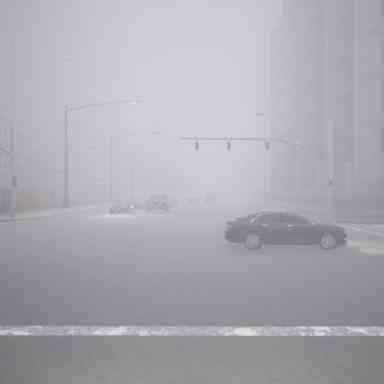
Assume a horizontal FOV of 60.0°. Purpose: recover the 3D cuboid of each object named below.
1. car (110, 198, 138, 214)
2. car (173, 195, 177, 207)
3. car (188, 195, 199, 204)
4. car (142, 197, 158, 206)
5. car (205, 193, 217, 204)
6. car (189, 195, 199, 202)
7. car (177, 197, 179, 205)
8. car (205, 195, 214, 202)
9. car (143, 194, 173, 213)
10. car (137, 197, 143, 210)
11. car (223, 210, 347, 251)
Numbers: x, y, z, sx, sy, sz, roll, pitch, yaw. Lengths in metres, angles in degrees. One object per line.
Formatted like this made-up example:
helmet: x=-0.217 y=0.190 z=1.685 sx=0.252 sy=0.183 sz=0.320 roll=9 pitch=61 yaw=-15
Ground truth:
car: x=-7.277 y=1.552 z=34.995 sx=1.994 sy=1.385 sz=4.181 roll=0 pitch=0 yaw=1
car: x=-3.595 y=1.489 z=47.494 sx=1.837 sy=1.490 sz=4.892 roll=0 pitch=0 yaw=1
car: x=0.312 y=1.543 z=62.453 sx=1.994 sy=1.385 sz=4.181 roll=0 pitch=0 yaw=1
car: x=-6.969 y=1.545 z=55.208 sx=1.994 sy=1.385 sz=4.181 roll=0 pitch=0 yaw=1
car: x=3.748 y=1.200 z=64.811 sx=2.150 sy=2.045 sz=5.566 roll=0 pitch=0 yaw=1
car: x=0.407 y=1.499 z=75.335 sx=2.128 sy=1.511 sz=4.902 roll=0 pitch=0 yaw=1
car: x=-3.430 y=1.333 z=57.649 sx=2.097 sy=1.767 sz=4.553 roll=0 pitch=0 yaw=1
car: x=3.908 y=1.390 z=75.424 sx=1.837 sy=1.490 sz=4.892 roll=0 pitch=0 yaw=1
car: x=-3.736 y=1.209 z=37.577 sx=2.150 sy=2.045 sz=5.566 roll=0 pitch=0 yaw=1
car: x=-7.158 y=1.463 z=43.821 sx=1.882 sy=1.535 sz=5.008 roll=0 pitch=0 yaw=1
car: x=3.720 y=1.500 z=13.585 sx=4.892 sy=1.490 sz=1.837 roll=0 pitch=0 yaw=0
